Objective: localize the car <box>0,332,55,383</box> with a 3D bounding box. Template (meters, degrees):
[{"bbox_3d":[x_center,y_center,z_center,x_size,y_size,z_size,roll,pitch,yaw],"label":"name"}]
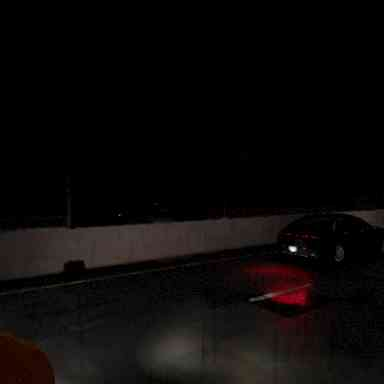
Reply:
[{"bbox_3d":[-3.244,1.477,1.433,5.008,1.535,1.882,0,0,-36],"label":"car"}]

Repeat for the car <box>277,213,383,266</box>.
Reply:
[{"bbox_3d":[5.089,1.507,11.664,4.892,1.490,1.837,0,0,-35],"label":"car"}]

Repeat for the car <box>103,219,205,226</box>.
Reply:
[{"bbox_3d":[-1.572,1.493,15.732,4.902,1.511,2.128,0,0,-35],"label":"car"}]

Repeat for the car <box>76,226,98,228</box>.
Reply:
[{"bbox_3d":[-4.046,1.601,18.285,4.718,1.301,1.895,0,0,-35],"label":"car"}]
